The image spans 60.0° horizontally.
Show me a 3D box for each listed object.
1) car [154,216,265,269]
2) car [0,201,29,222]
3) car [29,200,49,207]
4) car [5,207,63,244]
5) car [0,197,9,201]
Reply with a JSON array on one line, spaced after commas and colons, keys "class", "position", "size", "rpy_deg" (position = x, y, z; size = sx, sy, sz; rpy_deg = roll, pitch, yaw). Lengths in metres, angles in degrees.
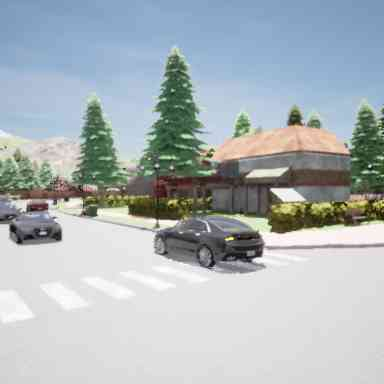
[{"class": "car", "position": [0.380, 1.602, 11.680], "size": [1.837, 1.490, 4.892], "rpy_deg": [1, -2, -33]}, {"class": "car", "position": [-14.499, 1.710, 26.230], "size": [1.994, 1.385, 4.181], "rpy_deg": [0, 0, -34]}, {"class": "car", "position": [-17.363, 1.603, 37.416], "size": [1.882, 1.535, 5.008], "rpy_deg": [0, 0, -31]}, {"class": "car", "position": [-7.995, 1.710, 16.947], "size": [1.994, 1.385, 4.181], "rpy_deg": [0, 0, -35]}, {"class": "car", "position": [-24.215, 1.491, 42.322], "size": [2.097, 1.767, 4.553], "rpy_deg": [0, 0, -27]}]
